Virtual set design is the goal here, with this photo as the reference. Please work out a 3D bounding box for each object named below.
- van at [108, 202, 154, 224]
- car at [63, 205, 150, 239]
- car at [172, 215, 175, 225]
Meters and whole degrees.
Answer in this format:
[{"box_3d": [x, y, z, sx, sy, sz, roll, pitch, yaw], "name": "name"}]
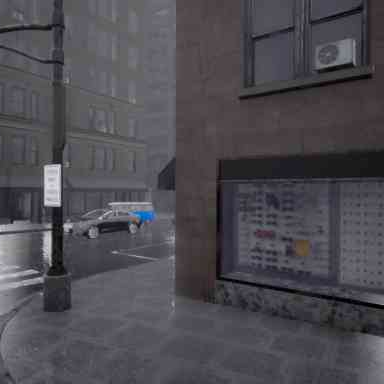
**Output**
[{"box_3d": [-4.507, 1.636, 24.169, 1.690, 1.788, 3.998, -1, -1, 35], "name": "van"}, {"box_3d": [-4.995, 1.726, 18.987, 2.128, 1.511, 4.902, 0, -1, 35], "name": "car"}, {"box_3d": [0.259, 1.947, 26.451, 1.994, 1.385, 4.181, 0, -1, 35], "name": "car"}]
